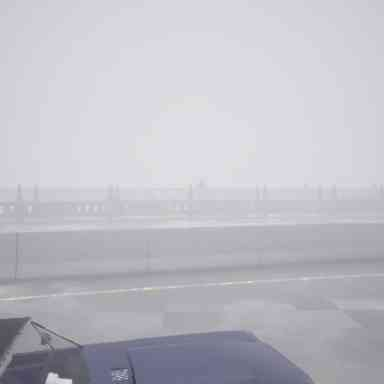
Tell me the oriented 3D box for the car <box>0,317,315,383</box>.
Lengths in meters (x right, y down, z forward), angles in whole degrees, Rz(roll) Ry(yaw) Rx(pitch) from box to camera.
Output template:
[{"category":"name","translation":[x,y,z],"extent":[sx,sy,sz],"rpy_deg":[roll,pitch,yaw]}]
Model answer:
[{"category":"car","translation":[-1.269,1.601,2.008],"extent":[4.718,1.301,1.895],"rpy_deg":[0,0,-15]}]
